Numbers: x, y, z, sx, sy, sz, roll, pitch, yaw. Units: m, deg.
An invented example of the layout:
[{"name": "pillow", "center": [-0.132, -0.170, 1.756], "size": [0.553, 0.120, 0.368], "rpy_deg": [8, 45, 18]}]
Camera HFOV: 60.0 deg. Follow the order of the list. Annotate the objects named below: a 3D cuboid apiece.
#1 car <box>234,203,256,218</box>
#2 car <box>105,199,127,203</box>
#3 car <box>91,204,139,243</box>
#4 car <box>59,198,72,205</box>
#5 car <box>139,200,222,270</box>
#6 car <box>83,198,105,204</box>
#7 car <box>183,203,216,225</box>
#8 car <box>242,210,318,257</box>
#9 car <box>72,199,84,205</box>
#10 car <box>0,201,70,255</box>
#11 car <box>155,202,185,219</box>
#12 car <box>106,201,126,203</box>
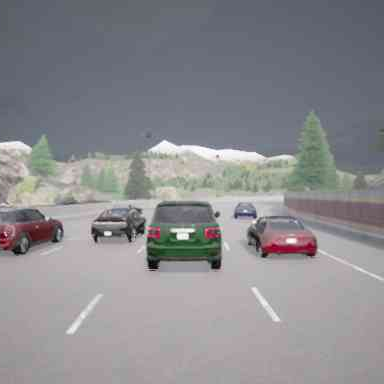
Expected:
[{"name": "car", "center": [5.012, 1.672, 31.308], "size": [1.994, 1.385, 4.181], "rpy_deg": [0, 0, 9]}, {"name": "car", "center": [-11.594, 1.861, 53.699], "size": [1.895, 1.301, 4.718], "rpy_deg": [0, 0, 17]}, {"name": "car", "center": [-3.509, 1.572, 16.696], "size": [2.128, 1.511, 4.902], "rpy_deg": [0, 0, 3]}, {"name": "car", "center": [-21.591, 1.814, 56.891], "size": [1.837, 1.490, 4.892], "rpy_deg": [0, 0, 17]}, {"name": "car", "center": [-0.186, 1.267, 11.375], "size": [2.150, 2.045, 5.566], "rpy_deg": [0, 0, 1]}, {"name": "car", "center": [-15.102, 1.876, 54.176], "size": [1.895, 1.301, 4.718], "rpy_deg": [0, 0, 16]}, {"name": "car", "center": [0.712, 1.651, 26.057], "size": [2.033, 1.411, 5.357], "rpy_deg": [0, 0, 7]}, {"name": "car", "center": [3.360, 1.605, 13.084], "size": [1.994, 1.385, 4.181], "rpy_deg": [0, 0, 1]}, {"name": "car", "center": [-17.853, 1.775, 57.146], "size": [1.882, 1.535, 5.008], "rpy_deg": [0, 0, 18]}, {"name": "car", "center": [-7.115, 1.437, 13.787], "size": [2.097, 1.767, 4.553], "rpy_deg": [0, 0, 2]}, {"name": "car", "center": [-1.986, 1.700, 31.837], "size": [1.994, 1.385, 4.181], "rpy_deg": [0, 0, 9]}, {"name": "car", "center": [-5.868, 1.743, 29.675], "size": [1.895, 1.301, 4.718], "rpy_deg": [0, 0, 8]}]
